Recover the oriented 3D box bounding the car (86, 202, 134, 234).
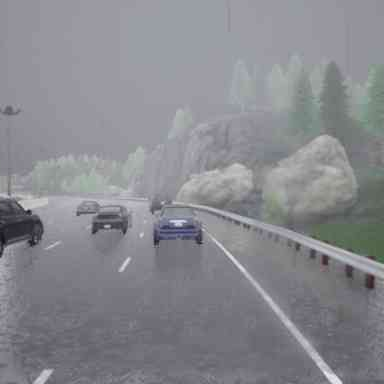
[{"bbox_3d":[-4.594,1.511,19.487,1.837,1.490,4.892,0,0,-6],"label":"car"}]

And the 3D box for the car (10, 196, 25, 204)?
[{"bbox_3d":[-33.691,1.584,64.204,2.033,1.411,5.357,0,0,-22],"label":"car"}]

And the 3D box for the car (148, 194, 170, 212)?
[{"bbox_3d":[-3.360,1.223,35.130,2.150,2.045,5.566,0,0,-10],"label":"car"}]

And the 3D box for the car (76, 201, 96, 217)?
[{"bbox_3d":[-9.884,1.561,32.014,2.033,1.411,5.357,0,0,-10],"label":"car"}]

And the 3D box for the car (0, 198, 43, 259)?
[{"bbox_3d":[-7.439,1.234,12.203,2.150,2.045,5.566,0,0,-4],"label":"car"}]

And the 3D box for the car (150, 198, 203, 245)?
[{"bbox_3d":[-0.744,1.351,15.856,2.097,1.767,4.553,0,0,-5],"label":"car"}]

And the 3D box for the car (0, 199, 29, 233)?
[{"bbox_3d":[-11.680,1.371,19.786,2.097,1.767,4.553,0,0,-6],"label":"car"}]
